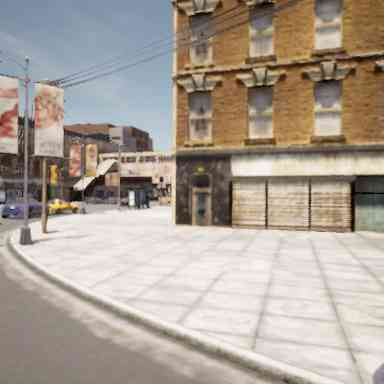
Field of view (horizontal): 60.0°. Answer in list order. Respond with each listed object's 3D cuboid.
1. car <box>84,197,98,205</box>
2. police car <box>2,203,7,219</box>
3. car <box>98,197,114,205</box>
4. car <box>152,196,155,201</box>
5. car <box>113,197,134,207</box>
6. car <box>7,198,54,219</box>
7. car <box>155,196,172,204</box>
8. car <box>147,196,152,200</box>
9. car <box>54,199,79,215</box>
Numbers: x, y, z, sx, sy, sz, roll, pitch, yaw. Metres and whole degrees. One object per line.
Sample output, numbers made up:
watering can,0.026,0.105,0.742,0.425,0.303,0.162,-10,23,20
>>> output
car,-17.921,1.596,60.227,1.994,1.385,4.181,0,0,18
police car,-13.755,1.385,21.022,1.930,1.638,5.238,0,0,-13
car,-14.375,1.621,59.846,1.994,1.385,4.181,0,0,18
car,-11.163,1.760,92.552,1.895,1.301,4.718,0,0,17
car,-10.027,1.669,52.739,1.895,1.301,4.718,0,0,18
car,-14.428,1.327,29.093,2.097,1.767,4.553,0,0,3
car,-5.114,1.494,66.519,2.097,1.767,4.553,0,0,17
car,-13.297,1.360,85.472,2.435,2.045,5.566,0,0,17
car,-13.714,1.450,34.215,1.801,1.575,5.366,0,0,13
